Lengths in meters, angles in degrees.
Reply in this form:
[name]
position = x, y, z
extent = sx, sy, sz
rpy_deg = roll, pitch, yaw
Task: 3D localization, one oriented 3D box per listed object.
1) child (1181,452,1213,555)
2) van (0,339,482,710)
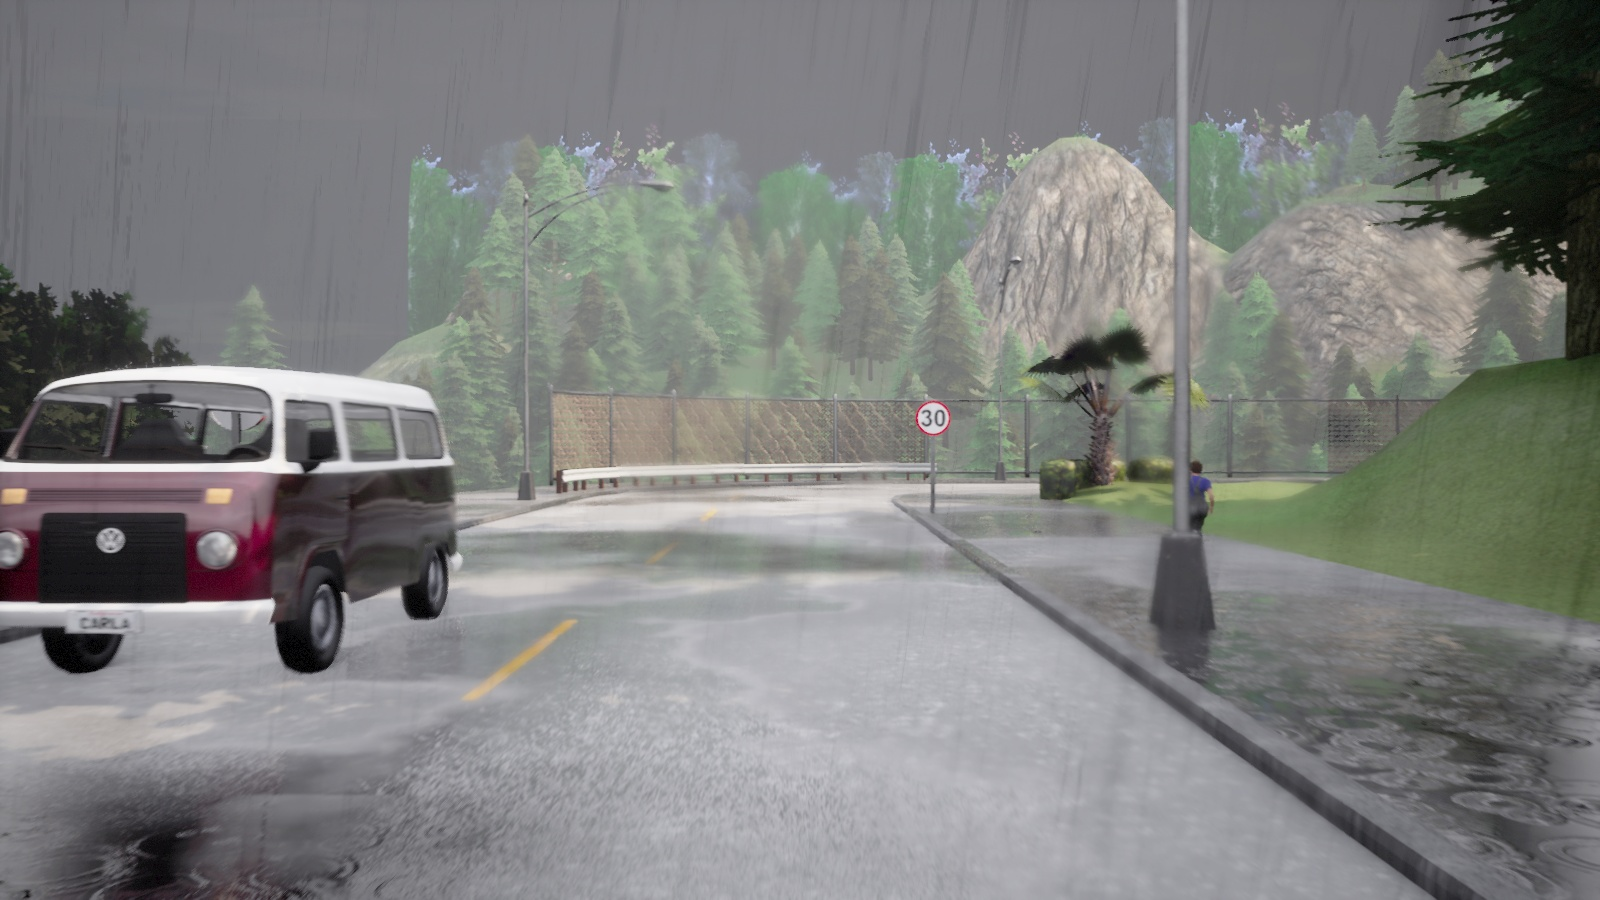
[child]
position = 4.934, 0.652, 15.624
extent = 0.270, 1.263, 0.437
rpy_deg = 0, 0, 3
[van]
position = -3.932, 0.419, 9.146
extent = 2.069, 2.038, 4.480
rpy_deg = 0, 0, 0
